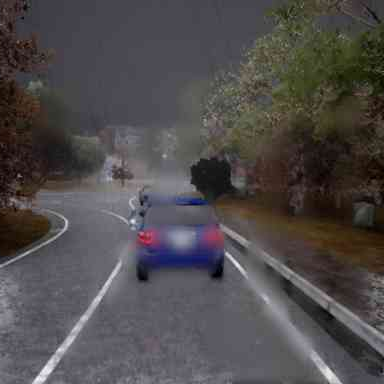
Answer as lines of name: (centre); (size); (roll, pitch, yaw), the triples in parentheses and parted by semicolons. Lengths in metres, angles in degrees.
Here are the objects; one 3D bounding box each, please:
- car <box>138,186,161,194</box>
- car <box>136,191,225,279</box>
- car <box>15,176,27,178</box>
car: (-4.067, 0.177, 32.240); (2.097, 1.767, 4.553); (-1, 5, -11)
car: (-0.443, 1.146, 10.044); (2.150, 2.045, 5.566); (0, 1, -5)
car: (-35.133, -2.704, 67.918); (1.882, 1.535, 5.008); (4, 5, 38)
